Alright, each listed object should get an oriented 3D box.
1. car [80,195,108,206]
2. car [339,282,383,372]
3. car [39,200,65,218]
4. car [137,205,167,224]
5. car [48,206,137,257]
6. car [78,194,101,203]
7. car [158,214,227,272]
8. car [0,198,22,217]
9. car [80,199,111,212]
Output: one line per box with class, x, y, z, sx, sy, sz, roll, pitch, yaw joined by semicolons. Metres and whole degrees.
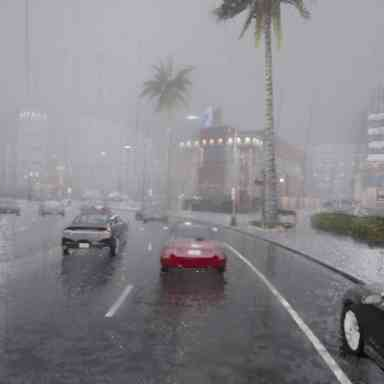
car;-9.008;1.409;30.593;2.097;1.767;4.553;2;-1;-28
car;3.154;1.639;3.357;1.837;1.490;4.892;2;-1;3
car;-12.600;1.464;29.874;1.812;1.442;4.674;2;-1;-30
car;-3.352;1.754;26.766;1.994;1.385;4.181;2;-1;-21
car;-3.618;1.523;13.060;2.128;1.511;4.902;2;-1;-4
car;-22.007;1.354;71.211;4.553;1.767;2.185;1;-1;32
car;-0.048;1.687;11.331;1.994;1.385;4.181;2;-1;-3
car;-16.225;1.328;29.211;1.837;1.490;4.892;2;-1;-32
car;-11.754;1.604;40.294;1.812;1.442;4.674;2;-1;-41
